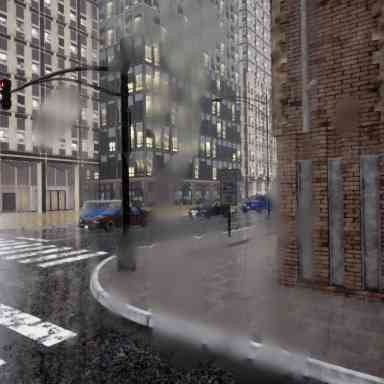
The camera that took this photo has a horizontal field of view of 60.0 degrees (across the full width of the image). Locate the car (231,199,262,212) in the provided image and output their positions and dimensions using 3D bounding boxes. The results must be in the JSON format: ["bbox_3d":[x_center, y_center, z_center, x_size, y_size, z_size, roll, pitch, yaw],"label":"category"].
[{"bbox_3d":[6.830,1.688,41.384,1.752,1.417,4.829,-2,-1,36],"label":"car"}]

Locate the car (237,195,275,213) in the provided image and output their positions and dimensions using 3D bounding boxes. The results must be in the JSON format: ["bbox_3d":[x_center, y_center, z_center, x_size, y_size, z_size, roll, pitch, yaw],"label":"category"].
[{"bbox_3d":[7.687,1.329,38.121,2.150,2.045,5.566,-1,-1,36],"label":"car"}]

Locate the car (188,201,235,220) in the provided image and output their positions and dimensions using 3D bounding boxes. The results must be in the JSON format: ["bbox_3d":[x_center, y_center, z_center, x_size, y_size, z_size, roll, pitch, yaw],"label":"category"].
[{"bbox_3d":[1.598,1.578,29.626,2.128,1.511,4.902,-1,-1,36],"label":"car"}]

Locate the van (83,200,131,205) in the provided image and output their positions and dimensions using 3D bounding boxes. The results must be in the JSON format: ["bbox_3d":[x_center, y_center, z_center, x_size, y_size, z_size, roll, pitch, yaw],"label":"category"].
[{"bbox_3d":[-6.000,1.460,23.471,1.690,1.788,3.998,-2,-1,36],"label":"van"}]

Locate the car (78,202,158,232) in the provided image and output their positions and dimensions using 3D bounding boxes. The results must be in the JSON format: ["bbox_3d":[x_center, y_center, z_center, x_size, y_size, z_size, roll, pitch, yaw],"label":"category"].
[{"bbox_3d":[-4.482,1.614,21.136,2.033,1.411,5.357,-1,-1,36],"label":"car"}]
